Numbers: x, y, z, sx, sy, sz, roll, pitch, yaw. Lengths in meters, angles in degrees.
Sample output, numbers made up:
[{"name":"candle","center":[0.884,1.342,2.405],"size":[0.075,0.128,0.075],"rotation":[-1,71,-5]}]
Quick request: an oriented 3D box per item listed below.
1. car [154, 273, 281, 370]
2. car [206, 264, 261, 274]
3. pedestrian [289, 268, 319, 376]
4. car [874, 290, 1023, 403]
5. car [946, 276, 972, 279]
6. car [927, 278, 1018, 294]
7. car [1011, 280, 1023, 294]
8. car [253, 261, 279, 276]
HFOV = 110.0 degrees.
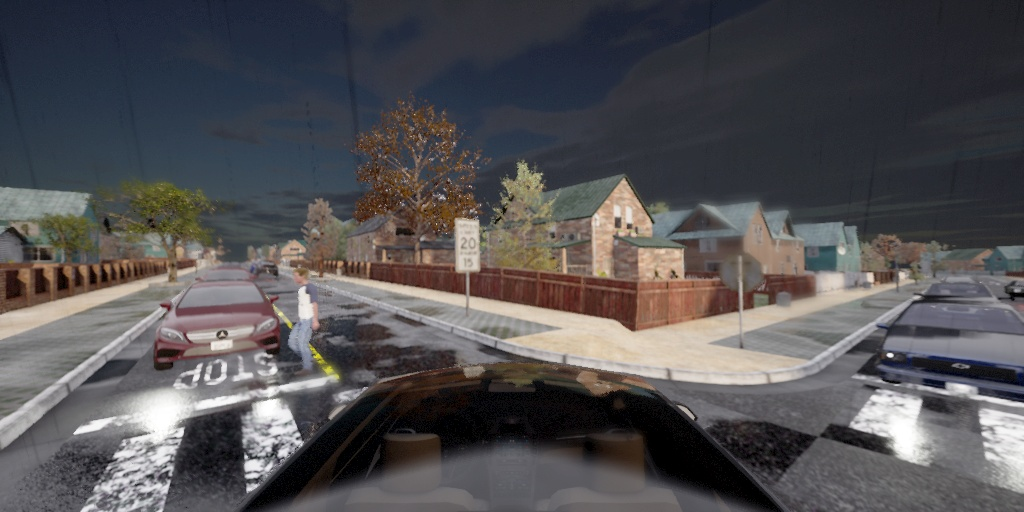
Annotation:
[{"name":"car","center":[-6.468,1.293,8.067],"size":[1.812,1.442,4.674],"rotation":[0,0,-38]},{"name":"car","center":[-12.292,1.264,15.536],"size":[1.882,1.535,5.008],"rotation":[0,0,-38]},{"name":"pedestrian","center":[-3.474,1.056,6.045],"size":[0.375,1.860,0.375],"rotation":[2,-2,-38]},{"name":"car","center":[8.448,1.553,6.767],"size":[5.357,1.411,2.033],"rotation":[2,-2,-39]},{"name":"car","center":[35.479,2.335,28.472],"size":[4.674,1.442,1.812],"rotation":[2,-2,-38]},{"name":"car","center":[16.277,1.734,13.076],"size":[4.902,1.511,2.128],"rotation":[2,-2,-39]},{"name":"car","center":[33.917,2.247,23.489],"size":[4.718,1.301,1.895],"rotation":[2,-2,-39]},{"name":"car","center":[-25.629,1.367,37.429],"size":[1.837,1.490,4.892],"rotation":[0,0,-38]}]
